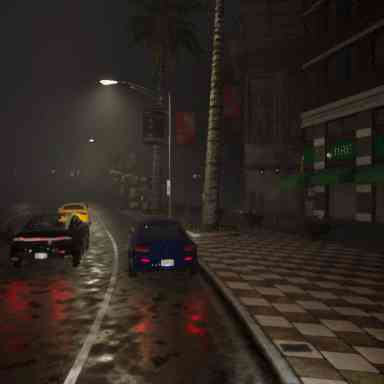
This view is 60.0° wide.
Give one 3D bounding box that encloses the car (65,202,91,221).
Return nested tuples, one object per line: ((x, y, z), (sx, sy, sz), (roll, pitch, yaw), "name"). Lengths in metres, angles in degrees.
((-9.633, 1.593, 28.172), (1.895, 1.301, 4.718), (0, 0, -18), "car")

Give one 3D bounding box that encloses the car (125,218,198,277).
((-1.034, 1.525, 10.202), (1.812, 1.442, 4.674), (0, 0, -11), "car")

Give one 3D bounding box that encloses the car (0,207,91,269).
((-4.583, 1.489, 11.296), (2.128, 1.511, 4.902), (0, 0, -13), "car")

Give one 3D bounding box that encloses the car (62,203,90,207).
((-7.782, 1.471, 22.068), (1.882, 1.535, 5.008), (0, 0, -17), "car")
